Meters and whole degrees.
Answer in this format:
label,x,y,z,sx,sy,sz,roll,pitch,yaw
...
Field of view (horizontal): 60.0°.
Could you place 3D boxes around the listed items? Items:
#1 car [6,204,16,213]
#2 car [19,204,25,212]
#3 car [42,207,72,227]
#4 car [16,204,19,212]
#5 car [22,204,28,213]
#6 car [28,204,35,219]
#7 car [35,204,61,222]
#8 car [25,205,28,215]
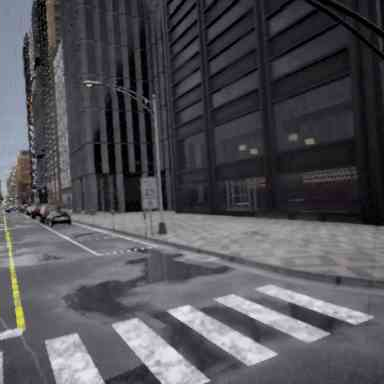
label,x,y,z,sx,sy,sz,roll,pitch,yaw
car,-44.157,4.245,81.418,1.812,1.442,4.674,-4,0,-30
car,-34.429,3.459,69.664,2.192,1.841,5.009,-3,0,-30
car,-12.227,2.357,30.541,1.947,1.339,4.313,-3,0,-30
car,-39.976,3.790,79.445,2.192,1.841,5.009,-3,0,-30
car,-28.869,3.356,59.883,1.887,1.381,4.507,-3,0,-30
car,-20.561,2.623,45.213,2.192,1.841,5.009,-3,0,-30
car,-15.014,2.280,35.433,2.192,1.841,5.009,-3,0,-30
car,-26.093,3.226,54.993,1.802,1.307,4.206,-3,0,-30
